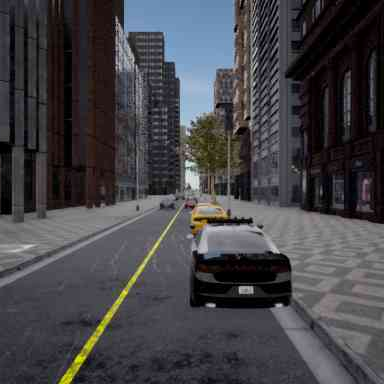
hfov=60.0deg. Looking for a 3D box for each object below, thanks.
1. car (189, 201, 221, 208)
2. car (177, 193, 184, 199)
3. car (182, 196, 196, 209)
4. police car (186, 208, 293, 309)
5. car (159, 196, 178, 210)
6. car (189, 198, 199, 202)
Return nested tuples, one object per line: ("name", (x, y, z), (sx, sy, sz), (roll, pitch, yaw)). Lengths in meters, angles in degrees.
("car", (0.897, 1.478, 18.005), (1.882, 1.535, 5.008), (0, 0, 0))
("car", (-3.011, 1.212, 87.145), (2.150, 2.045, 5.566), (0, 0, 0))
("car", (0.013, 1.563, 45.951), (1.994, 1.385, 4.181), (0, 0, 1))
("police car", (0.899, 1.425, 8.115), (1.930, 1.638, 5.238), (0, 0, 0))
("car", (-3.104, 1.504, 42.458), (1.837, 1.490, 4.892), (0, 0, 0))
("car", (0.896, 1.455, 24.196), (1.801, 1.575, 5.366), (0, 0, 0))
